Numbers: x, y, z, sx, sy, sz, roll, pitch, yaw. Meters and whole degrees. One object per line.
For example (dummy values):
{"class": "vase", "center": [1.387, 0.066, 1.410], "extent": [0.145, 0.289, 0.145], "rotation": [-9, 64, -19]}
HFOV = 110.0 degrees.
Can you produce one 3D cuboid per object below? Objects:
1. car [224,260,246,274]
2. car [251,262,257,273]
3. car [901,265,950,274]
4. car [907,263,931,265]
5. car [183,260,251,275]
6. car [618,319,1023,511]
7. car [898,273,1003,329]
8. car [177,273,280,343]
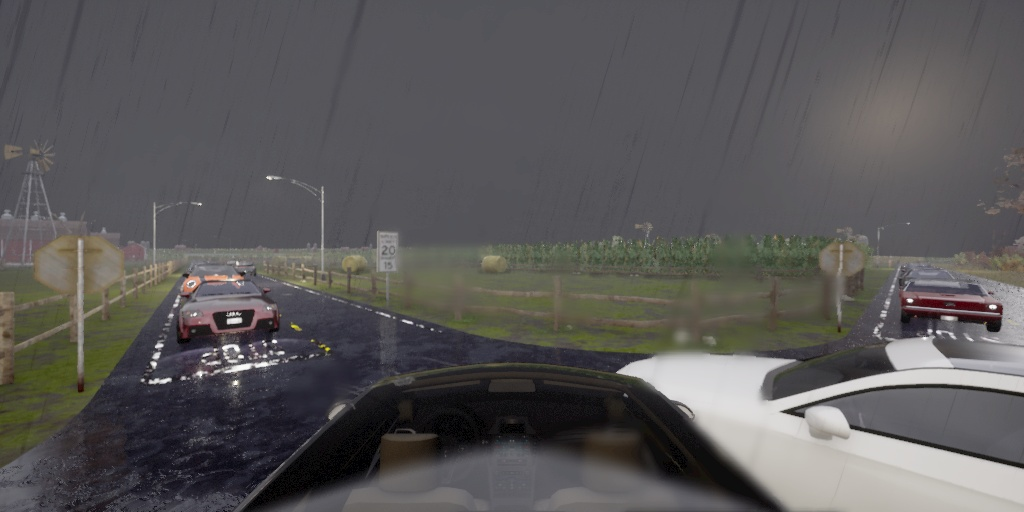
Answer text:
{"class": "car", "center": [-33.473, 1.280, 43.246], "extent": [1.837, 1.490, 4.892], "rotation": [0, 0, -41]}
{"class": "car", "center": [-26.792, 1.263, 35.752], "extent": [2.128, 1.511, 4.902], "rotation": [0, 0, -41]}
{"class": "car", "center": [20.690, 1.351, 17.823], "extent": [5.357, 1.411, 2.033], "rotation": [0, 1, -42]}
{"class": "car", "center": [27.478, 1.385, 24.042], "extent": [4.181, 1.385, 1.994], "rotation": [0, 1, -43]}
{"class": "car", "center": [-13.630, 1.132, 16.452], "extent": [2.097, 1.767, 4.553], "rotation": [0, 0, -41]}
{"class": "car", "center": [2.850, 1.293, 2.293], "extent": [1.812, 1.442, 4.674], "rotation": [0, 1, -44]}
{"class": "car", "center": [13.577, 1.391, 11.298], "extent": [4.718, 1.301, 1.895], "rotation": [0, 1, -43]}
{"class": "car", "center": [-7.889, 1.350, 9.938], "extent": [1.994, 1.385, 4.181], "rotation": [0, 0, -42]}
